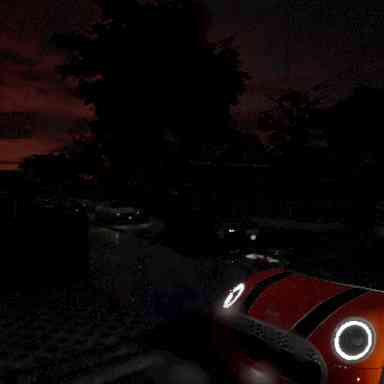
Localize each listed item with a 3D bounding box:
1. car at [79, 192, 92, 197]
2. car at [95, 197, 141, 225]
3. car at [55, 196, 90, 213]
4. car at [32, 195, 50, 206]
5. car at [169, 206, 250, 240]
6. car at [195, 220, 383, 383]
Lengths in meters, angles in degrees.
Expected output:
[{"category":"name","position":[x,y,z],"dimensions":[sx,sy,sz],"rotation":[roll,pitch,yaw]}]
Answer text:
[{"category":"car","position":[-28.285,0.851,88.309],"dimensions":[2.097,1.767,4.553],"rotation":[-1,0,5]},{"category":"car","position":[-5.171,1.316,22.661],"dimensions":[1.812,1.442,4.674],"rotation":[-1,1,-35]},{"category":"car","position":[-11.753,1.316,32.147],"dimensions":[1.895,1.301,4.718],"rotation":[-1,1,-35]},{"category":"car","position":[-20.760,1.163,45.578],"dimensions":[1.812,1.442,4.674],"rotation":[-1,1,-31]},{"category":"car","position":[0.831,1.359,14.045],"dimensions":[2.128,1.511,4.902],"rotation":[-1,1,-35]},{"category":"car","position":[2.534,1.335,4.750],"dimensions":[4.553,1.767,2.097],"rotation":[0,0,-35]}]
